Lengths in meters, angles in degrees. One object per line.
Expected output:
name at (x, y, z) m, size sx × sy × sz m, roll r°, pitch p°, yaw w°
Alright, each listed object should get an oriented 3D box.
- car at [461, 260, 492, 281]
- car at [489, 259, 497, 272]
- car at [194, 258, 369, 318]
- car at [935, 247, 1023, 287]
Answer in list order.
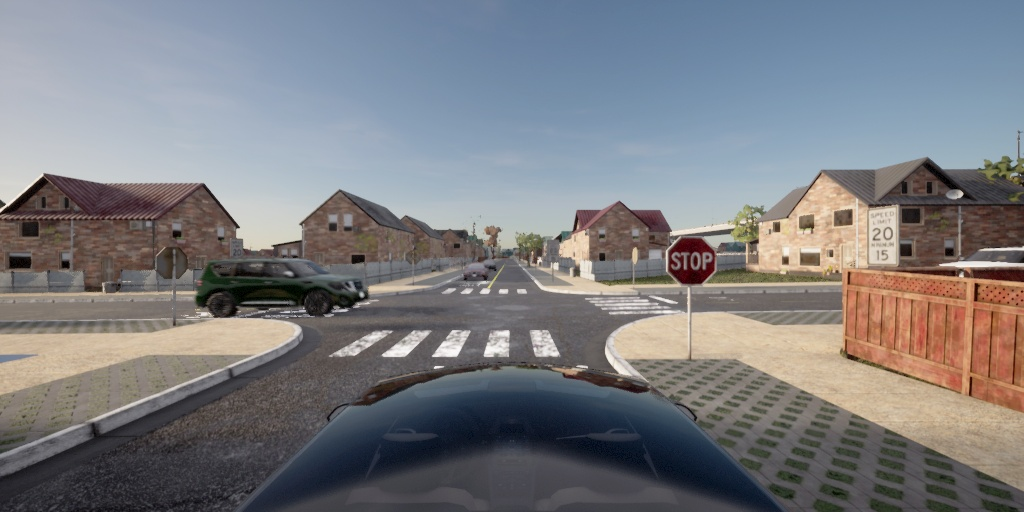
car at (-2.968, 1.275, 30.400) m, size 1.812 × 1.442 × 4.674 m, roll 0°, pitch 0°, yaw 0°
car at (-3.025, 1.225, 47.270) m, size 1.882 × 1.535 × 5.008 m, roll 0°, pitch 0°, yaw 0°
car at (-8.223, 1.087, 13.033) m, size 5.566 × 2.045 × 2.150 m, roll -1°, pitch 0°, yaw 1°
car at (21.563, 0.619, 15.402) m, size 5.566 × 2.045 × 2.150 m, roll -1°, pitch 0°, yaw 1°
